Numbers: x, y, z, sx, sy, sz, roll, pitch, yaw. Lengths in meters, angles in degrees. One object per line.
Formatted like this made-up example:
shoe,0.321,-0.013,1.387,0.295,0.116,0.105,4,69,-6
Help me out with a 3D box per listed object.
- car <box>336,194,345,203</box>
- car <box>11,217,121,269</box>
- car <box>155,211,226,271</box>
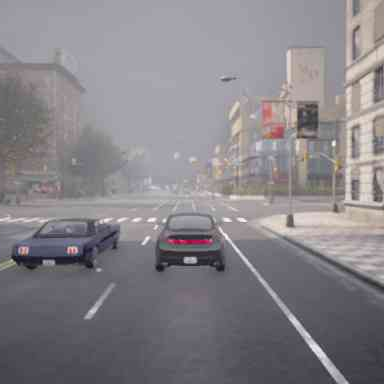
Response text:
car,22.992,0.790,48.222,4.674,1.442,1.812,0,1,0
car,-3.555,1.440,10.467,1.895,1.301,4.718,0,1,0
car,-0.055,1.346,10.300,1.837,1.490,4.892,0,1,0
